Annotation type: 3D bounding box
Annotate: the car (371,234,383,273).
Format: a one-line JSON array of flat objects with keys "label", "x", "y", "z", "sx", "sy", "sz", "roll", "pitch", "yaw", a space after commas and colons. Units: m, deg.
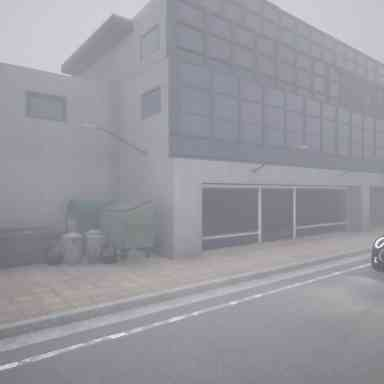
[{"label": "car", "x": 6.997, "y": 1.352, "z": 9.391, "sx": 4.553, "sy": 1.767, "sz": 2.097, "roll": 0, "pitch": 0, "yaw": -37}]
